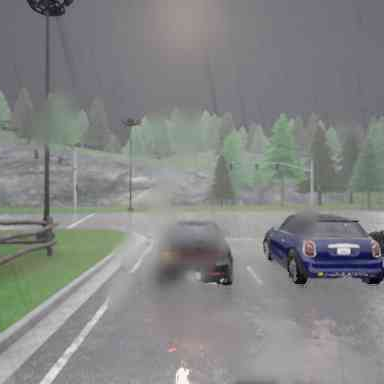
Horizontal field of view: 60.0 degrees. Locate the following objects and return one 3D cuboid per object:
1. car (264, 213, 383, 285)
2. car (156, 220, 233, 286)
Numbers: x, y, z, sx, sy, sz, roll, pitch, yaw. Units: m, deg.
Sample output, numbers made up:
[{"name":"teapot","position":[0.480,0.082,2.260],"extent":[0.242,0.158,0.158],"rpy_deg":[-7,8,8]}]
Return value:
[{"name":"car","position":[3.572,1.429,9.915],"extent":[2.097,1.767,4.553],"rpy_deg":[0,-1,0]},{"name":"car","position":[0.069,1.582,9.602],"extent":[1.837,1.490,4.892],"rpy_deg":[0,0,0]}]
